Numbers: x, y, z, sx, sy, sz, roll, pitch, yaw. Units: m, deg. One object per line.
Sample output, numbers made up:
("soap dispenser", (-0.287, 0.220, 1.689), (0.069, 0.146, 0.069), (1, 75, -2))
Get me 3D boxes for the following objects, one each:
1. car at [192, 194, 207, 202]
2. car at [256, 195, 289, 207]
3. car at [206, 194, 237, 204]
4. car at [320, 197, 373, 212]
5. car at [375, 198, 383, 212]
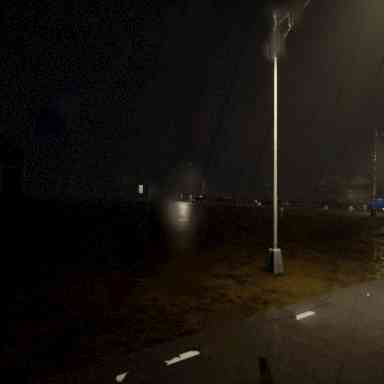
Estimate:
("car", (2.026, 1.156, 62.680), (1.837, 1.490, 4.892), (2, -1, -35))
("car", (10.654, 1.228, 44.272), (1.837, 1.490, 4.892), (2, -1, -35))
("car", (4.892, 1.225, 52.421), (1.895, 1.301, 4.718), (2, -1, -35))
("car", (16.402, 1.344, 36.152), (1.837, 1.490, 4.892), (2, 0, -35))
("car", (20.408, 1.447, 36.862), (1.882, 1.535, 5.008), (2, 0, -36))
